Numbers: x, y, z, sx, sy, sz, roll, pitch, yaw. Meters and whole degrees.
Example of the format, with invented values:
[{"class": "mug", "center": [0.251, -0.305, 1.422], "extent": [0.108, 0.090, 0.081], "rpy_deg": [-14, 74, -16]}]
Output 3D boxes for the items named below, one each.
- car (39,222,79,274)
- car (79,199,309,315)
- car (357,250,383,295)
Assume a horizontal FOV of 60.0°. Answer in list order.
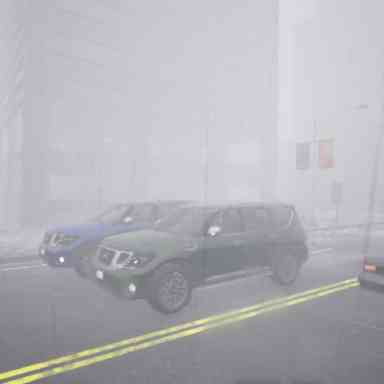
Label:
[{"class": "car", "center": [-1.705, 1.256, 10.453], "extent": [5.566, 2.045, 2.150], "rpy_deg": [0, 0, -35]}, {"class": "car", "center": [0.478, 1.259, 8.018], "extent": [5.566, 2.045, 2.150], "rpy_deg": [1, 0, -35]}, {"class": "car", "center": [5.975, 1.615, 7.700], "extent": [5.357, 1.411, 2.033], "rpy_deg": [0, 0, -35]}]
